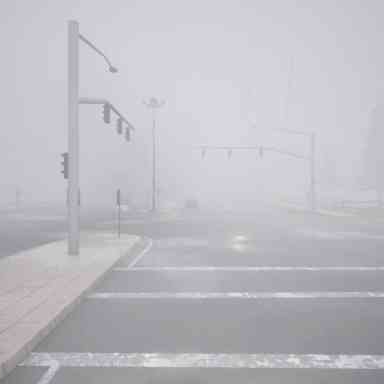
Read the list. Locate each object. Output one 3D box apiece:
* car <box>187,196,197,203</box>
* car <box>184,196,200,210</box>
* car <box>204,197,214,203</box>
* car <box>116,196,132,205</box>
[{"bbox_3d":[-0.059,1.564,68.915,1.994,1.385,4.181,0,0,0],"label":"car"},{"bbox_3d":[-0.037,1.526,43.480,1.812,1.442,4.674,0,0,0],"label":"car"},{"bbox_3d":[3.441,1.601,68.949,1.895,1.301,4.718,0,0,0],"label":"car"},{"bbox_3d":[-11.608,1.493,57.025,2.128,1.511,4.902,0,0,0],"label":"car"}]
